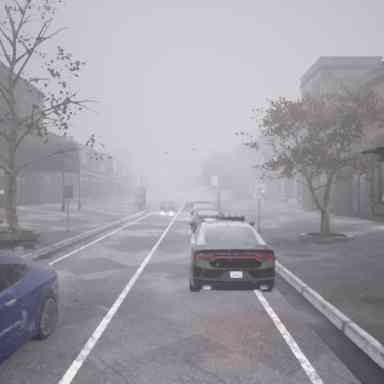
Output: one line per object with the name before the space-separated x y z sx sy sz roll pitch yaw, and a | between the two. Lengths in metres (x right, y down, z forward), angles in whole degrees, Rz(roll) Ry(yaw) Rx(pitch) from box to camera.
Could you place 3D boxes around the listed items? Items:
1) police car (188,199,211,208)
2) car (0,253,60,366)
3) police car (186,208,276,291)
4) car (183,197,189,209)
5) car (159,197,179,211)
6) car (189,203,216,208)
police car | 0.851 1.531 25.232 1.930 1.638 5.238 0 0 0
car | -3.108 1.537 3.858 1.812 1.442 4.674 0 0 0
police car | 0.882 1.460 9.232 1.930 1.638 5.238 0 0 0
car | -0.070 1.720 47.752 1.812 1.442 4.674 0 0 0
car | -3.184 1.674 43.517 2.128 1.511 4.902 0 0 0
car | 0.863 1.605 19.122 1.812 1.442 4.674 0 0 0
